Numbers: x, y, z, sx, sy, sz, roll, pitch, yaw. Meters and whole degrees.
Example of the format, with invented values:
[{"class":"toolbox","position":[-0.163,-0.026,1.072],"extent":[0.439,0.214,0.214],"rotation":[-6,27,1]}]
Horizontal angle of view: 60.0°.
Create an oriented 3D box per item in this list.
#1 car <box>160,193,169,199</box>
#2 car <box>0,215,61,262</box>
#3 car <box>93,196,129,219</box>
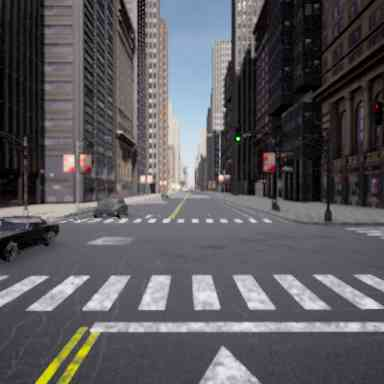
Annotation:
[{"class":"car","position":[-6.675,1.016,80.671],"extent":[1.837,1.490,4.892],"rotation":[0,0,0]},{"class":"car","position":[-6.525,1.548,11.949],"extent":[1.895,1.301,4.718],"rotation":[0,0,0]},{"class":"car","position":[-6.556,1.160,27.267],"extent":[2.097,1.767,4.553],"rotation":[0,0,0]}]
